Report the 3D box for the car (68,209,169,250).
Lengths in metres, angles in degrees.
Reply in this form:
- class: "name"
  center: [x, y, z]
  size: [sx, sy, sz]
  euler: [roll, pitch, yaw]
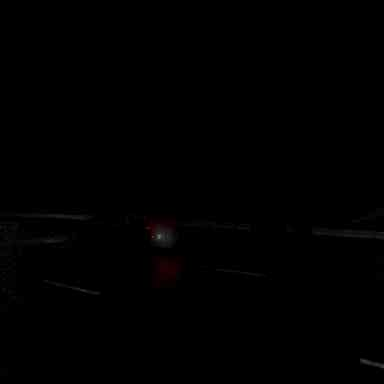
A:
- class: "car"
  center: [-3.283, 1.518, 14.349]
  size: [4.892, 1.490, 1.837]
  euler: [0, 0, 33]
